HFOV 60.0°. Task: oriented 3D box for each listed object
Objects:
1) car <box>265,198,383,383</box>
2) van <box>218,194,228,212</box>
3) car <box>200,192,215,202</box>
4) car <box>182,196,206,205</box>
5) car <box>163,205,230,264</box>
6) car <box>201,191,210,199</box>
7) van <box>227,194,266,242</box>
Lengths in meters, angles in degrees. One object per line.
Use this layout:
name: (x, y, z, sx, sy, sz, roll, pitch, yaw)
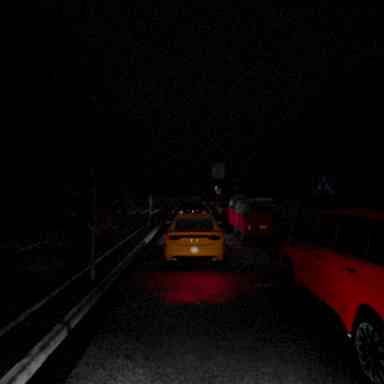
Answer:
car: (3.049, 1.228, 5.275, 2.435, 2.045, 5.566, 0, 0, 0)
van: (3.047, 1.235, 22.003, 1.878, 1.987, 4.442, 0, 0, 0)
car: (2.915, 0.983, 66.356, 2.097, 1.767, 4.553, 0, 2, 0)
car: (0.088, 1.461, 32.085, 1.837, 1.490, 4.892, 0, 0, 0)
car: (0.079, 1.472, 11.893, 1.882, 1.535, 5.008, 0, 0, 0)
car: (2.914, 0.702, 74.275, 1.882, 1.535, 5.008, 0, 2, 0)
van: (3.047, 1.244, 16.456, 1.878, 1.987, 4.442, 0, 0, 0)
